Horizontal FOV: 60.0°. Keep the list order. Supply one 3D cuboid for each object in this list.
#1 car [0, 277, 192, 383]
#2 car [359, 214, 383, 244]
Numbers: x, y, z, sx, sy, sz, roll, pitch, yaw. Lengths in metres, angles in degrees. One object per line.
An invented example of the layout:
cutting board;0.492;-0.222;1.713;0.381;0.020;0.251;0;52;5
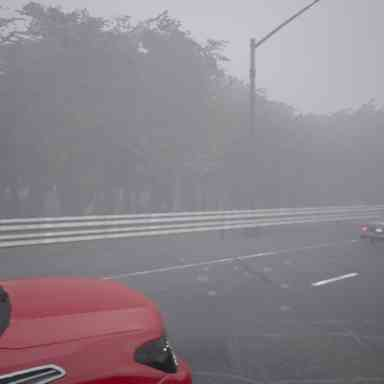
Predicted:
car;-2.653;1.215;1.852;5.566;2.045;2.150;0;0;-36
car;9.630;1.622;14.952;5.357;1.411;2.033;0;0;-36
